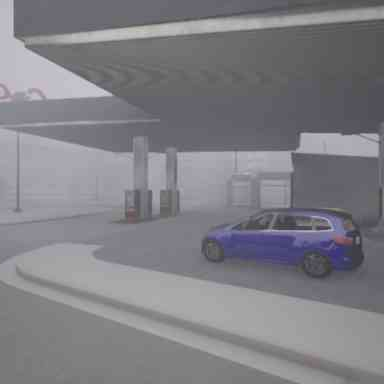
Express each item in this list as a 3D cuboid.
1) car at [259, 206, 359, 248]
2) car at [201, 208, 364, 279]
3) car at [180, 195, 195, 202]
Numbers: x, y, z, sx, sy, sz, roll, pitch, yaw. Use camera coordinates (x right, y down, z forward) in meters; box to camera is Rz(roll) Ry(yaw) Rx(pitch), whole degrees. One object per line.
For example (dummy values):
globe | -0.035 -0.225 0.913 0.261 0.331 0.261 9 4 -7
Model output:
car | 5.190 1.444 14.870 3.806 1.475 1.970 0 0 36
car | 2.450 1.285 9.763 4.611 1.667 2.242 0 0 36
car | -2.526 1.353 72.475 5.008 1.535 1.882 0 0 -16
